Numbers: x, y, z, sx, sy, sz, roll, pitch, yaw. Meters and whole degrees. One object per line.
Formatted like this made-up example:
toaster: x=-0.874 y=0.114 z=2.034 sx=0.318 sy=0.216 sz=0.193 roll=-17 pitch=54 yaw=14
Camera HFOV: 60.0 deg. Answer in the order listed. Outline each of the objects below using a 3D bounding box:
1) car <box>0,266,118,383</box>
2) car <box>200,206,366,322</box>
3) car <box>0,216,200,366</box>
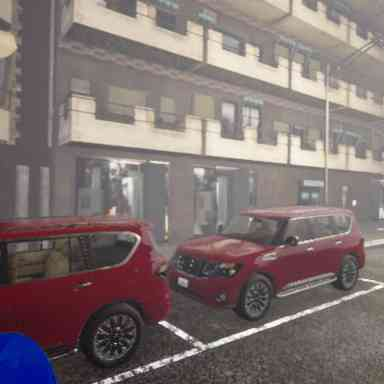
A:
car: x=-2.937 y=1.486 z=0.852 sx=5.008 sy=1.535 sz=1.882 roll=0 pitch=0 yaw=-36
car: x=1.893 y=1.291 z=7.422 sx=5.009 sy=1.841 sz=2.192 roll=0 pitch=2 yaw=-35
car: x=-2.608 y=1.314 z=4.209 sx=5.009 sy=1.841 sz=2.192 roll=0 pitch=2 yaw=-35
